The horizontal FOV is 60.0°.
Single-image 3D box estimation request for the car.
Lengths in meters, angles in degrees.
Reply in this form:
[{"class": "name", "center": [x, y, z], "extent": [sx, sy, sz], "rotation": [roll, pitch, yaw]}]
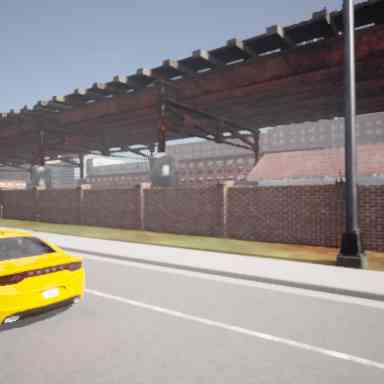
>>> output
[{"class": "car", "center": [-4.367, 1.548, 7.047], "extent": [5.008, 1.535, 1.882], "rotation": [0, 0, 36]}]
